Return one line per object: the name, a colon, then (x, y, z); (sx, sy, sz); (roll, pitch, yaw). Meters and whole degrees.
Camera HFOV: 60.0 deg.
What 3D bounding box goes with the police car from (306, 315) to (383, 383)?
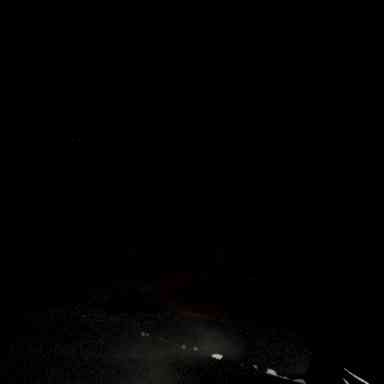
police car: (3.671, 1.691, 2.550); (5.238, 1.638, 1.930); (-1, -4, 33)
